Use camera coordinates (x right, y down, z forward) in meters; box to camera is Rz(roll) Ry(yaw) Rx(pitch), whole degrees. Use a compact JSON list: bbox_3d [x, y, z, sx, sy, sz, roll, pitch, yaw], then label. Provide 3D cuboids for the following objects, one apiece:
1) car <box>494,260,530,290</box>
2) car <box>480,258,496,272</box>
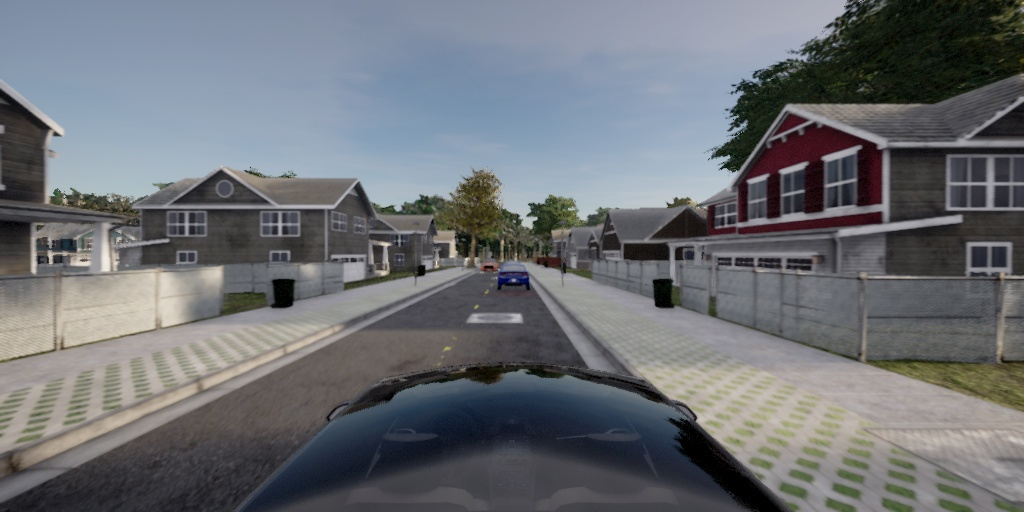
[{"bbox_3d":[0.097,1.209,22.584,1.882,1.535,5.008,0,0,0],"label":"car"},{"bbox_3d":[-2.793,1.085,45.563,2.097,1.767,4.553,0,0,1],"label":"car"}]
